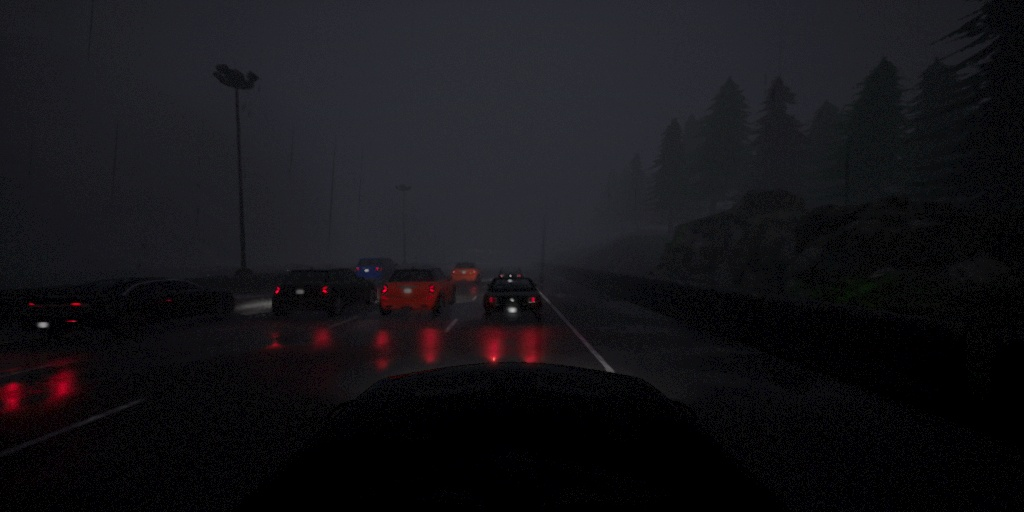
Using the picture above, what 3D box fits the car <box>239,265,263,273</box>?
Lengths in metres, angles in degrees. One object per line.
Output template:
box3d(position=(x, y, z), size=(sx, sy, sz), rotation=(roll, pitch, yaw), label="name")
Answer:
box3d(position=(-28.372, 1.663, 41.070), size=(1.994, 1.385, 4.181), rotation=(0, 0, 0), label="car")

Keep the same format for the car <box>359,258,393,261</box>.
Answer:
box3d(position=(-10.607, 1.166, 28.826), size=(2.150, 2.045, 5.566), rotation=(0, 0, 0), label="car")

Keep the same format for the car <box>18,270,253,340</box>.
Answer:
box3d(position=(-10.481, 1.342, 10.437), size=(2.128, 1.511, 4.902), rotation=(0, 0, 0), label="car")

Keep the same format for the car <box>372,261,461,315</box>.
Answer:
box3d(position=(-3.495, 1.187, 14.104), size=(2.097, 1.767, 4.553), rotation=(0, 0, 0), label="car")

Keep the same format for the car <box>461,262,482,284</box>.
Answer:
box3d(position=(-3.615, 1.265, 29.187), size=(2.097, 1.767, 4.553), rotation=(0, 0, 0), label="car")

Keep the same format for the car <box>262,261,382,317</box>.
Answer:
box3d(position=(-6.995, 1.204, 13.935), size=(2.097, 1.767, 4.553), rotation=(0, 0, 0), label="car")

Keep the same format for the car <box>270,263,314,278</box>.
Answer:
box3d(position=(-24.874, 1.557, 40.768), size=(1.882, 1.535, 5.008), rotation=(0, 0, 0), label="car")

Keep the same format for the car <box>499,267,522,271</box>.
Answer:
box3d(position=(-0.105, 1.490, 28.433), size=(1.895, 1.301, 4.718), rotation=(0, 0, 0), label="car")

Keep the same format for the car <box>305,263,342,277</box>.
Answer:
box3d(position=(-21.376, 1.588, 40.918), size=(1.812, 1.442, 4.674), rotation=(0, 0, 0), label="car")

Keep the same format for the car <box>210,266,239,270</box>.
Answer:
box3d(position=(-31.863, 1.711, 39.824), size=(1.895, 1.301, 4.718), rotation=(0, 0, 0), label="car")

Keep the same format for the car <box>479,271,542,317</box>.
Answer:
box3d(position=(0.012, 1.413, 13.413), size=(1.895, 1.301, 4.718), rotation=(0, 0, 0), label="car")

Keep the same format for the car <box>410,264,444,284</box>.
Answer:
box3d(position=(-7.118, 1.462, 30.608), size=(1.812, 1.442, 4.674), rotation=(0, 0, 0), label="car")
